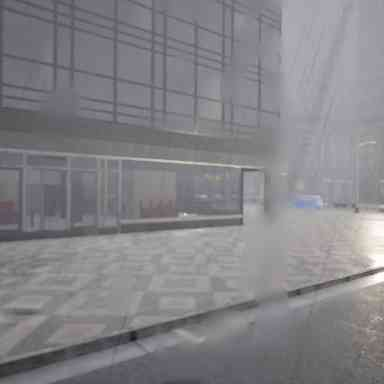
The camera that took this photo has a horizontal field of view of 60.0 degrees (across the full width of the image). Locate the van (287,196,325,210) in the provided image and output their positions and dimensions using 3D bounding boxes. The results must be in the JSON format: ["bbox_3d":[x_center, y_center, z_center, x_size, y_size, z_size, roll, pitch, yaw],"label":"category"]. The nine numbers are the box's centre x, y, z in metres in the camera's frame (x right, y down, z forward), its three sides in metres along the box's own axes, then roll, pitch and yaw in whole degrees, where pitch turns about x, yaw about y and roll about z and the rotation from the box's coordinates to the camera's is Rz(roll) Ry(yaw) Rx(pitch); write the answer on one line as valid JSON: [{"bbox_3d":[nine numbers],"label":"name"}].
[{"bbox_3d":[14.688,1.358,42.414,1.690,1.788,3.998,1,0,-35],"label":"van"}]

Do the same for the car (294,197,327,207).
[{"bbox_3d":[18.413,1.554,51.923,1.887,1.381,4.507,1,0,-35],"label":"car"}]

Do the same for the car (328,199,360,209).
[{"bbox_3d":[21.647,1.645,47.332,1.947,1.339,4.313,1,0,-35],"label":"car"}]

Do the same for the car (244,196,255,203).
[{"bbox_3d":[11.940,1.404,61.110,2.008,1.369,4.403,2,0,-35],"label":"car"}]

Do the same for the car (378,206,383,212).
[{"bbox_3d":[21.256,1.665,33.086,1.752,1.417,4.829,1,0,-35],"label":"car"}]

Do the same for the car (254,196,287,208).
[{"bbox_3d":[11.449,1.498,47.005,2.008,1.369,4.403,1,0,-35],"label":"car"}]

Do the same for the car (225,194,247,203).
[{"bbox_3d":[8.707,1.211,65.702,1.967,1.590,4.097,1,0,-35],"label":"car"}]
